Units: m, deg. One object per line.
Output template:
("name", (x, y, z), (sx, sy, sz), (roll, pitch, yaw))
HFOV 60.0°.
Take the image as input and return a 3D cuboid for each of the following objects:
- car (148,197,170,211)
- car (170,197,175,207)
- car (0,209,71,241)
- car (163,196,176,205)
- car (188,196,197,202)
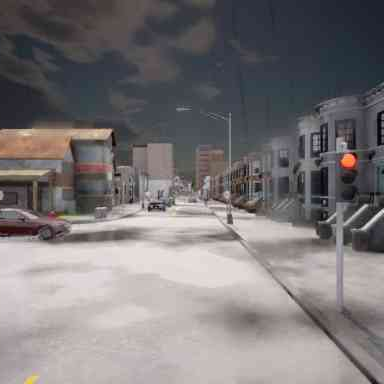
("car", (-4.056, 1.563, 39.488), (1.994, 1.385, 4.181), (0, 0, 0))
("car", (-4.032, 1.504, 49.433), (1.837, 1.490, 4.892), (0, 0, 0))
("car", (-8.259, 1.525, 15.893), (4.674, 1.442, 1.812), (0, 0, -3))
("car", (-3.983, 1.546, 59.882), (2.033, 1.411, 5.357), (0, 0, 1))
("car", (0.134, 1.689, 73.306), (2.033, 1.411, 5.357), (0, 0, 0))
